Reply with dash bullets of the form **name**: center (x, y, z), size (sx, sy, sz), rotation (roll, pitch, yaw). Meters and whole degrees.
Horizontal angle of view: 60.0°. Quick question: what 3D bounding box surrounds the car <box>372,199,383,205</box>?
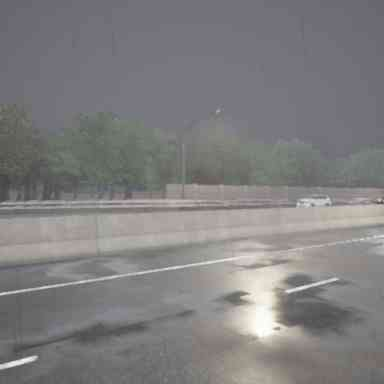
- **car**: center (22.926, 1.694, 37.466), size (5.357, 1.411, 2.033), rotation (0, 0, -35)

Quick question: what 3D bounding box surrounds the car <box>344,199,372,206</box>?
- **car**: center (19.875, 1.667, 39.592), size (4.674, 1.442, 1.812), rotation (0, 0, -35)

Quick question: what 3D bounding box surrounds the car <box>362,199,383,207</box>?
- **car**: center (30.714, 1.808, 55.843), size (4.718, 1.301, 1.895), rotation (0, 0, -35)

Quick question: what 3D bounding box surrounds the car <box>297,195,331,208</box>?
- **car**: center (16.935, 1.370, 46.079), size (5.566, 2.045, 2.150), rotation (1, 0, -35)
